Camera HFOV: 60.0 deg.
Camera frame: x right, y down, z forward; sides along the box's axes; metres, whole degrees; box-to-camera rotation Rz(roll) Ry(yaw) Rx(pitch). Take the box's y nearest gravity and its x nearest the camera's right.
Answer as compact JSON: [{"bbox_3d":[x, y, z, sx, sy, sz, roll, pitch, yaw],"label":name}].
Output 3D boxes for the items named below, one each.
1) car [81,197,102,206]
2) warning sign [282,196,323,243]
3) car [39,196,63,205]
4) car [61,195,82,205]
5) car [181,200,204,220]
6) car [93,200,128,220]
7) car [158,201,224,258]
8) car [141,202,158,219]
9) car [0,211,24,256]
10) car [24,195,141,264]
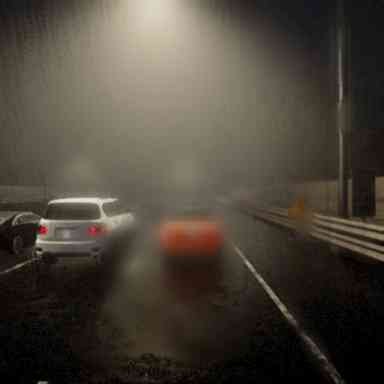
[{"bbox_3d":[-17.509,1.559,58.255,2.033,1.411,5.357,0,0,1],"label":"car"},{"bbox_3d":[4.548,1.111,13.790,1.300,1.860,1.060,0,0,0],"label":"warning sign"},{"bbox_3d":[-24.511,1.504,58.112,2.128,1.511,4.902,0,0,1],"label":"car"},{"bbox_3d":[-21.014,1.364,58.225,2.097,1.767,4.553,0,0,1],"label":"car"},{"bbox_3d":[0.059,1.520,28.647,1.812,1.442,4.674,0,0,1],"label":"car"},{"bbox_3d":[-6.940,1.521,28.758,1.812,1.442,4.674,0,0,1],"label":"car"},{"bbox_3d":[0.046,1.347,12.934,2.097,1.767,4.553,0,0,1],"label":"car"},{"bbox_3d":[-3.445,1.560,28.131,1.994,1.385,4.181,0,0,1],"label":"car"},{"bbox_3d":[-6.954,1.488,13.007,2.128,1.511,4.902,0,0,1],"label":"car"},{"bbox_3d":[-3.466,1.219,11.934,2.150,2.045,5.566,0,0,0],"label":"car"}]
